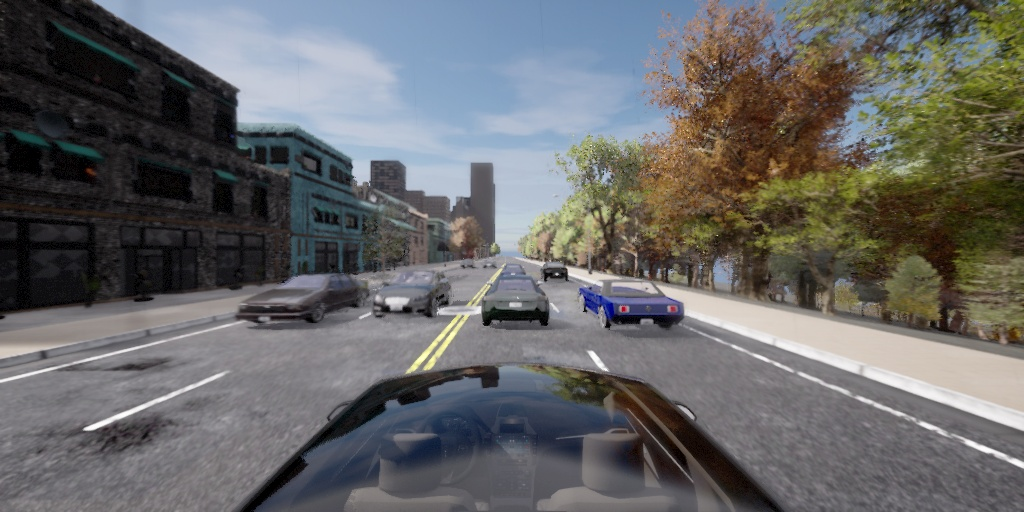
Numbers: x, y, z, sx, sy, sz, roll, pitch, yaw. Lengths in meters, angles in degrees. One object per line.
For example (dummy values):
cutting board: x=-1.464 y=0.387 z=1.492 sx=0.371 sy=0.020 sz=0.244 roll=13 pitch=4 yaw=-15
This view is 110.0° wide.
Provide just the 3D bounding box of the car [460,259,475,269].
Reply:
car: x=-6.572 y=1.190 z=53.578 sx=1.837 sy=1.490 sz=4.892 roll=0 pitch=0 yaw=0

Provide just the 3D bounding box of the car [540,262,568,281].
car: x=3.349 y=1.194 z=29.180 sx=1.882 sy=1.535 sz=5.008 roll=0 pitch=0 yaw=0

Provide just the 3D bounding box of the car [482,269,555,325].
car: x=0.099 y=1.302 z=11.839 sx=1.994 sy=1.385 sz=4.181 roll=0 pitch=0 yaw=0

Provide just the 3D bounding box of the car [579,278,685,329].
car: x=3.350 y=1.339 z=11.107 sx=1.895 sy=1.301 sz=4.718 roll=0 pitch=0 yaw=0

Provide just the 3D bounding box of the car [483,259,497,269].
car: x=-3.322 y=1.176 z=54.020 sx=2.128 sy=1.511 sz=4.902 roll=0 pitch=0 yaw=0

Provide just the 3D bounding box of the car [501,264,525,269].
car: x=0.100 y=1.282 z=28.352 sx=1.994 sy=1.385 sz=4.181 roll=0 pitch=0 yaw=0

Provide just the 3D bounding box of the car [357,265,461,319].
car: x=-3.351 y=1.228 z=12.848 sx=2.128 sy=1.511 sz=4.902 roll=0 pitch=0 yaw=0

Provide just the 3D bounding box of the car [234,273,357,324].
car: x=-6.600 y=1.285 z=12.219 sx=2.033 sy=1.411 sz=5.357 roll=0 pitch=0 yaw=0
